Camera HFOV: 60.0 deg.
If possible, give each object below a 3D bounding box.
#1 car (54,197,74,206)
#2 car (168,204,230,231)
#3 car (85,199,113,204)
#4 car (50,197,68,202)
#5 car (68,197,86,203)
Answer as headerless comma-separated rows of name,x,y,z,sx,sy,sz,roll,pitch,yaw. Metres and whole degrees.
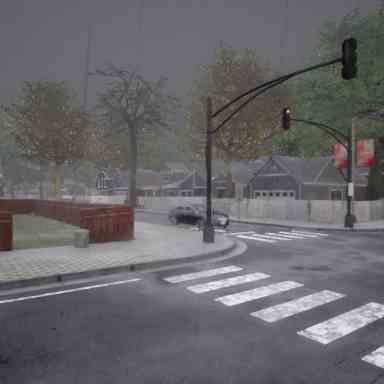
car,-22.218,1.601,57.493,2.128,1.511,4.902,0,0,-36
car,0.338,1.510,21.014,2.128,1.511,4.902,0,0,-36
car,-9.030,1.567,34.095,1.812,1.442,4.674,0,0,-35
car,-20.102,1.554,49.771,1.882,1.535,5.008,0,-1,-35
car,-16.569,1.654,49.678,1.994,1.385,4.181,0,0,-35
